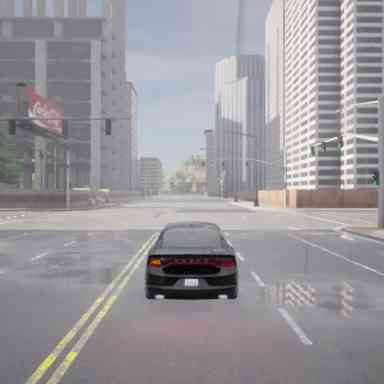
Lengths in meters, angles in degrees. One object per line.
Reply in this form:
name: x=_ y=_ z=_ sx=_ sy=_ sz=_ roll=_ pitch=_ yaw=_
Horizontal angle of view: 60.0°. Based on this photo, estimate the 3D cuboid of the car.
car: x=-0.003 y=1.478 z=8.464 sx=1.882 sy=1.535 sz=5.008 roll=0 pitch=0 yaw=0
